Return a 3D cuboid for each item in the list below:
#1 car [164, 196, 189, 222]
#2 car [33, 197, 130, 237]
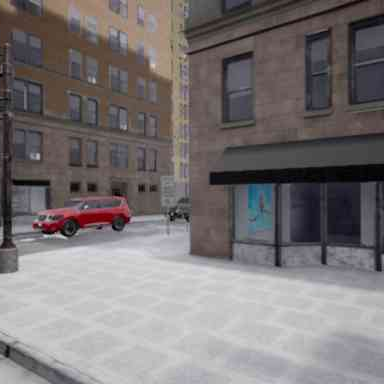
[{"bbox_3d":[0.081,1.318,27.394,2.150,2.045,5.566,0,0,36],"label":"car"},{"bbox_3d":[-6.012,1.298,18.923,2.150,2.045,5.566,0,0,36],"label":"car"}]
